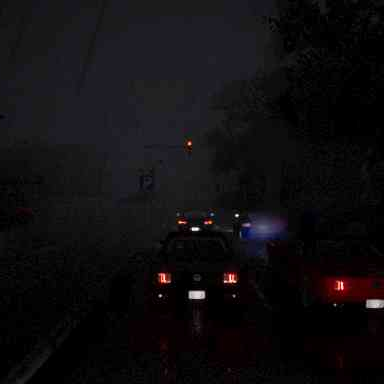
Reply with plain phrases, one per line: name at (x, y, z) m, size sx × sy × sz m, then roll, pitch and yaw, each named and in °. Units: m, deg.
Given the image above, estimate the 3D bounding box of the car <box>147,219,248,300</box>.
car at (0.110, 1.612, 8.350) m, size 1.895 × 1.301 × 4.718 m, roll 0°, pitch 0°, yaw 0°

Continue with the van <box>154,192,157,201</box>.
van at (-10.238, 1.092, 70.340) m, size 4.442 × 1.987 × 1.878 m, roll -1°, pitch 0°, yaw -14°

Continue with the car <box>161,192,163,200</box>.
car at (-9.637, 1.358, 76.306) m, size 4.674 × 1.452 × 2.002 m, roll -1°, pitch 0°, yaw -13°

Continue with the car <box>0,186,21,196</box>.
car at (-28.163, 0.136, 52.224) m, size 2.002 × 1.452 × 4.674 m, roll 6°, pitch -3°, yaw -19°

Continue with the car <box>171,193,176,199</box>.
car at (-7.999, 1.064, 88.296) m, size 5.566 × 2.045 × 2.435 m, roll -1°, pitch 0°, yaw -12°

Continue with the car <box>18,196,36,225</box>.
car at (-13.627, 1.403, 23.549) m, size 4.553 × 1.767 × 2.185 m, roll -1°, pitch 0°, yaw -19°

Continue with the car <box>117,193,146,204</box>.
car at (-11.442, 1.357, 61.356) m, size 4.792 × 1.488 × 2.163 m, roll -1°, pitch 0°, yaw -15°

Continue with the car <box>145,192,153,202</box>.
car at (-10.797, 1.314, 64.348) m, size 5.366 × 1.575 × 1.946 m, roll -1°, pitch 0°, yaw -15°

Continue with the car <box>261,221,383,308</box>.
car at (3.120, 1.611, 7.859) m, size 1.895 × 1.301 × 4.718 m, roll 0°, pitch 0°, yaw 0°

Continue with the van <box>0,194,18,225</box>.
van at (-13.602, 1.296, 20.572) m, size 4.442 × 1.987 × 1.878 m, roll -1°, pitch 0°, yaw -19°

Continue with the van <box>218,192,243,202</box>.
van at (7.285, 1.042, 63.949) m, size 4.442 × 1.987 × 1.878 m, roll 1°, pitch 0°, yaw -14°

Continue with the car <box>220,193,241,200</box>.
car at (9.461, 1.128, 81.619) m, size 4.553 × 1.767 × 2.185 m, roll 1°, pitch 0°, yaw -12°

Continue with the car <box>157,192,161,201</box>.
car at (-10.010, 1.321, 73.311) m, size 4.892 × 1.521 × 2.231 m, roll -1°, pitch 0°, yaw -14°

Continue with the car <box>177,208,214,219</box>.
car at (0.172, 1.552, 17.452) m, size 1.812 × 1.442 × 4.674 m, roll 0°, pitch 0°, yaw 1°

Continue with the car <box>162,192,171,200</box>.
car at (-8.450, 1.356, 85.290) m, size 4.674 × 1.452 × 2.002 m, roll -1°, pitch 0°, yaw -12°

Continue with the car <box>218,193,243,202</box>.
car at (7.669, 1.141, 66.919) m, size 4.553 × 1.767 × 2.185 m, roll 1°, pitch 0°, yaw -14°

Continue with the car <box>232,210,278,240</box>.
car at (3.164, 1.588, 16.607) m, size 1.994 × 1.385 × 4.181 m, roll 0°, pitch 0°, yaw 1°
